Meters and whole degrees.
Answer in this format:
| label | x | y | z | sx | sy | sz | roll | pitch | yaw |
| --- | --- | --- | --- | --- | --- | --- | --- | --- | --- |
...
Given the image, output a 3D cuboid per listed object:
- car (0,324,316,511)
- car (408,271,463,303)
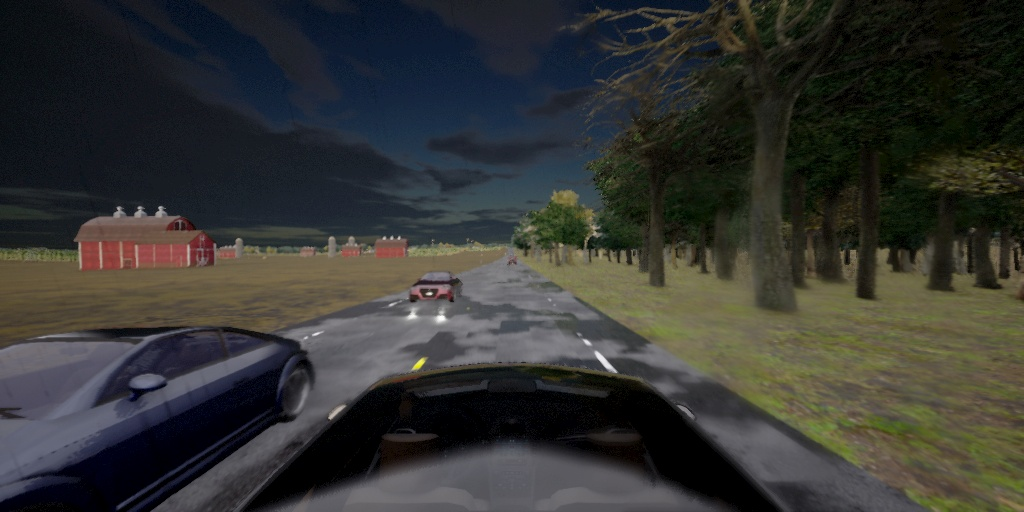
| label | x | y | z | sx | sy | sz | roll | pitch | yaw |
| --- | --- | --- | --- | --- | --- | --- | --- | --- | --- |
| car | -3.612 | 1.354 | 3.094 | 1.994 | 1.385 | 4.181 | 0 | 0 | 0 |
| car | -3.566 | 1.427 | 17.381 | 1.994 | 1.385 | 4.181 | 0 | 0 | 0 |
